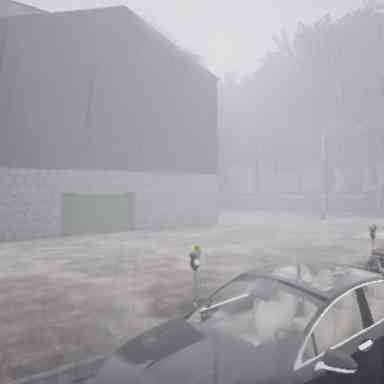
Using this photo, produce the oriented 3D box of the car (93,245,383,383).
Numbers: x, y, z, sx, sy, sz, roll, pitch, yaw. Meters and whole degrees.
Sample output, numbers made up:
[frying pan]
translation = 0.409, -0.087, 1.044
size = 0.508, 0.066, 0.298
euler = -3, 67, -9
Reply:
[car]
translation = 1.124, 1.536, 3.612
size = 4.403, 1.369, 2.008
euler = 0, 0, -35
